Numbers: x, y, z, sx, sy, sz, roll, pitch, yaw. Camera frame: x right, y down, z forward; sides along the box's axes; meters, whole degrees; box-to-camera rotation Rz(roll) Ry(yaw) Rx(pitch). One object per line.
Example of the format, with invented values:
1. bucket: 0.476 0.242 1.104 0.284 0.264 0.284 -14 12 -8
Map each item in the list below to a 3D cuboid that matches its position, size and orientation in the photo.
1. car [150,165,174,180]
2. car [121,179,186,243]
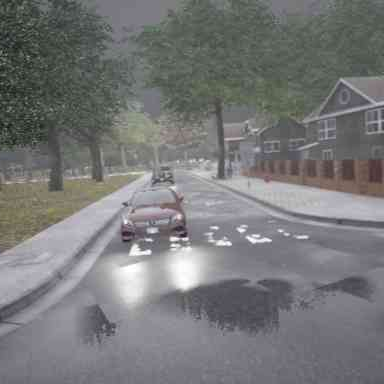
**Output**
1. car: -3.138 -1.817 35.032 2.150 2.045 5.566 -5 5 -4
2. car: -1.237 0.553 11.054 1.812 1.442 4.674 -5 5 -4
